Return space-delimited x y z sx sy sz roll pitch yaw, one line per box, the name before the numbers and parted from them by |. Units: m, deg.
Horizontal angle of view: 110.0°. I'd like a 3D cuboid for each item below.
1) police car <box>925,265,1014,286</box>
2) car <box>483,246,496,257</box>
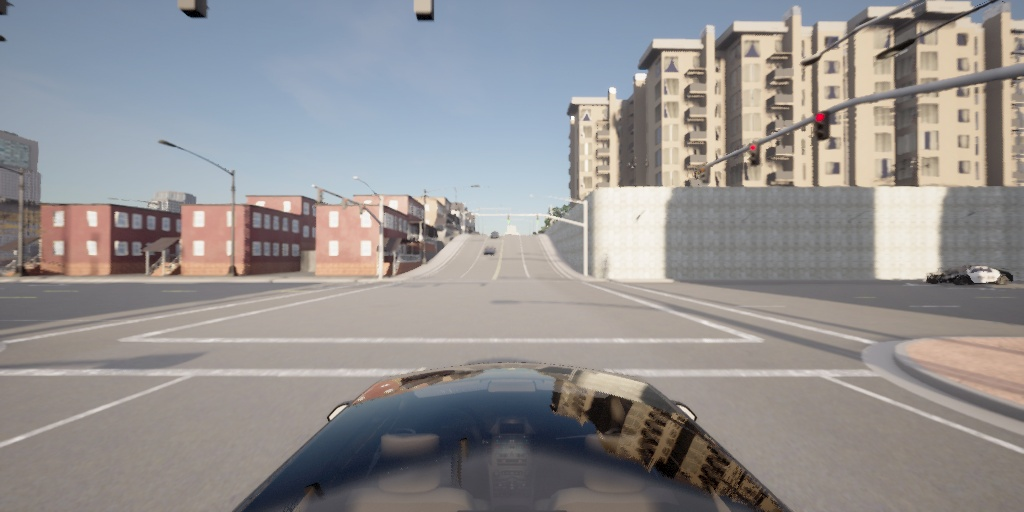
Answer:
police car | 34.376 1.482 27.157 4.974 1.542 2.038 0 -1 0
car | -3.538 -0.842 57.300 1.895 1.301 4.718 0 11 1
